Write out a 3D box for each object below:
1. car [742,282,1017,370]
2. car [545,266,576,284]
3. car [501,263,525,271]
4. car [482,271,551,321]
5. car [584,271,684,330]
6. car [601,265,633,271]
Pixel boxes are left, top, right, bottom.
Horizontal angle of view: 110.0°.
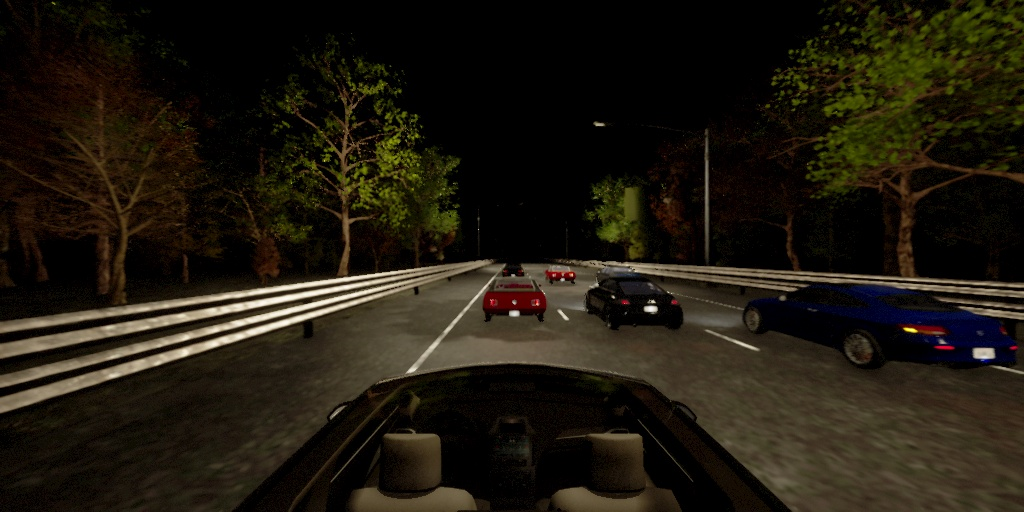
[{"bbox_3d":[7.056,1.287,7.651,1.812,1.442,4.674,0,0,0],"label":"car"},{"bbox_3d":[3.584,1.397,27.510,1.895,1.301,4.718,0,0,0],"label":"car"},{"bbox_3d":[0.090,1.326,30.098,1.812,1.442,4.674,0,0,0],"label":"car"},{"bbox_3d":[0.084,1.371,12.524,1.895,1.301,4.718,0,0,0],"label":"car"},{"bbox_3d":[3.577,1.332,11.231,1.994,1.385,4.181,0,0,0],"label":"car"},{"bbox_3d":[7.066,1.338,24.276,2.033,1.411,5.357,0,0,0],"label":"car"}]
